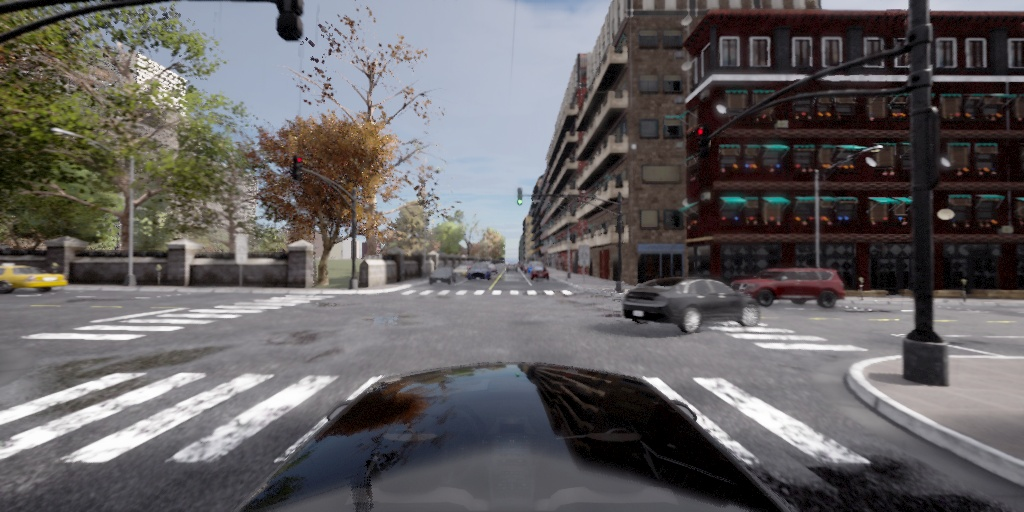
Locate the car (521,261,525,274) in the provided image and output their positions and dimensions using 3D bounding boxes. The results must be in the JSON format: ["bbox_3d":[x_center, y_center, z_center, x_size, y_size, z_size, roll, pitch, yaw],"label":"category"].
[{"bbox_3d":[2.706,1.773,52.574,1.967,1.591,4.097,0,0,0],"label":"car"}]

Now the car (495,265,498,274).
[{"bbox_3d":[-3.059,1.845,51.512,1.812,1.442,4.674,0,-1,0],"label":"car"}]

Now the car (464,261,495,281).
[{"bbox_3d":[-3.086,1.473,34.782,2.097,1.767,4.553,0,-1,0],"label":"car"}]

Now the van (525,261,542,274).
[{"bbox_3d":[2.702,1.539,41.314,1.690,1.789,3.998,0,0,0],"label":"van"}]

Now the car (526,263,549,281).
[{"bbox_3d":[2.700,1.677,35.684,1.888,1.381,4.507,0,0,0],"label":"car"}]

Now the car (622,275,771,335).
[{"bbox_3d":[5.610,1.421,11.088,4.892,1.490,1.837,2,-4,-29],"label":"car"}]

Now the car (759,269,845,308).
[{"bbox_3d":[13.454,1.525,17.708,5.009,1.841,2.192,0,0,-1],"label":"car"}]

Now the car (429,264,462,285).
[{"bbox_3d":[-5.682,1.632,30.057,1.948,1.339,4.313,0,0,0],"label":"car"}]

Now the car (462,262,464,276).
[{"bbox_3d":[-5.678,1.722,41.147,1.751,1.417,4.829,0,0,0],"label":"car"}]

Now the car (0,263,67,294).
[{"bbox_3d":[-24.739,1.047,17.363,4.829,1.417,1.751,0,0,-1],"label":"car"}]

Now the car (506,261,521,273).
[{"bbox_3d":[0.016,1.895,58.361,2.128,1.511,4.902,0,-1,0],"label":"car"}]
